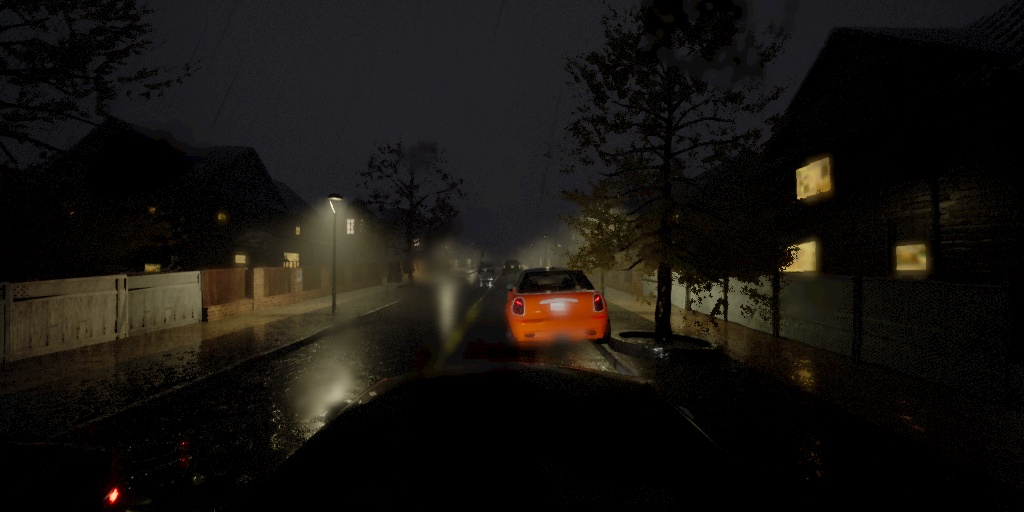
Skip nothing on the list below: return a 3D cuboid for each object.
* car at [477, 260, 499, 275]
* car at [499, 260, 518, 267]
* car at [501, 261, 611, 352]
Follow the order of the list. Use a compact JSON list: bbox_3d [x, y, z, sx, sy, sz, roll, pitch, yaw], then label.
[{"bbox_3d":[-2.889,1.311,41.238,2.128,1.511,4.902,0,0,0],"label":"car"},{"bbox_3d":[0.043,1.163,37.951,2.097,1.767,4.553,0,0,0],"label":"car"},{"bbox_3d":[0.917,1.059,9.121,2.097,1.767,4.553,-3,-1,0],"label":"car"}]
